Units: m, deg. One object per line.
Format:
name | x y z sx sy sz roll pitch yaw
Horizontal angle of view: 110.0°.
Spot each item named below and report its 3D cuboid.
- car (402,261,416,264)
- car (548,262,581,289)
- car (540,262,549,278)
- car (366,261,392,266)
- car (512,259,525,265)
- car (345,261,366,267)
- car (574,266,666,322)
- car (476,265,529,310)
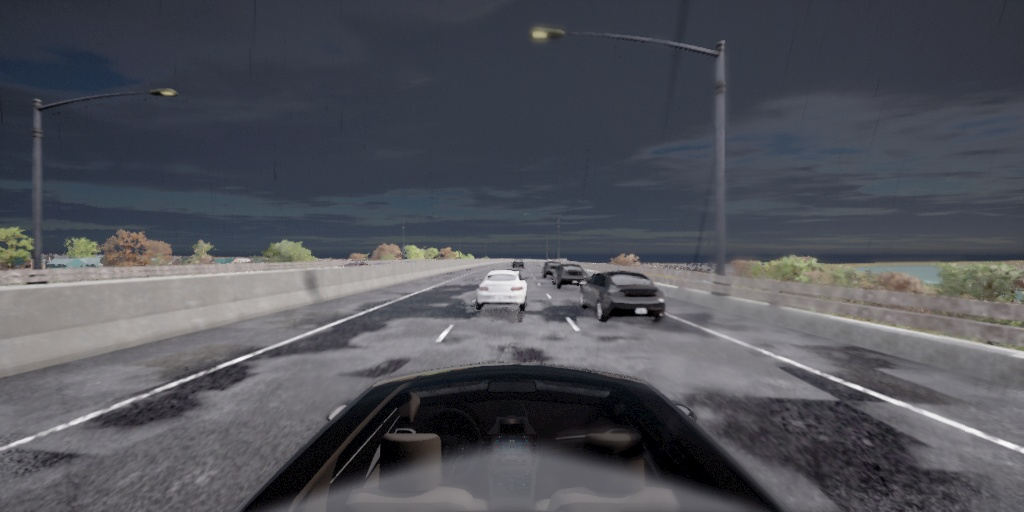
car | -13.437 1.331 47.424 1.994 1.385 4.181 0 0 2
car | 3.639 1.255 23.111 1.837 1.490 4.892 0 0 1
car | 3.814 1.263 34.033 1.837 1.490 4.892 0 0 1
car | -16.951 1.366 47.096 1.895 1.301 4.718 0 0 2
car | 1.061 1.283 59.957 1.882 1.535 5.008 0 0 3
car | -20.433 1.327 47.496 1.994 1.385 4.181 0 0 2
car | 3.533 1.254 12.189 1.837 1.490 4.892 0 0 0
car | -0.322 1.273 14.619 1.812 1.442 4.674 0 0 3
